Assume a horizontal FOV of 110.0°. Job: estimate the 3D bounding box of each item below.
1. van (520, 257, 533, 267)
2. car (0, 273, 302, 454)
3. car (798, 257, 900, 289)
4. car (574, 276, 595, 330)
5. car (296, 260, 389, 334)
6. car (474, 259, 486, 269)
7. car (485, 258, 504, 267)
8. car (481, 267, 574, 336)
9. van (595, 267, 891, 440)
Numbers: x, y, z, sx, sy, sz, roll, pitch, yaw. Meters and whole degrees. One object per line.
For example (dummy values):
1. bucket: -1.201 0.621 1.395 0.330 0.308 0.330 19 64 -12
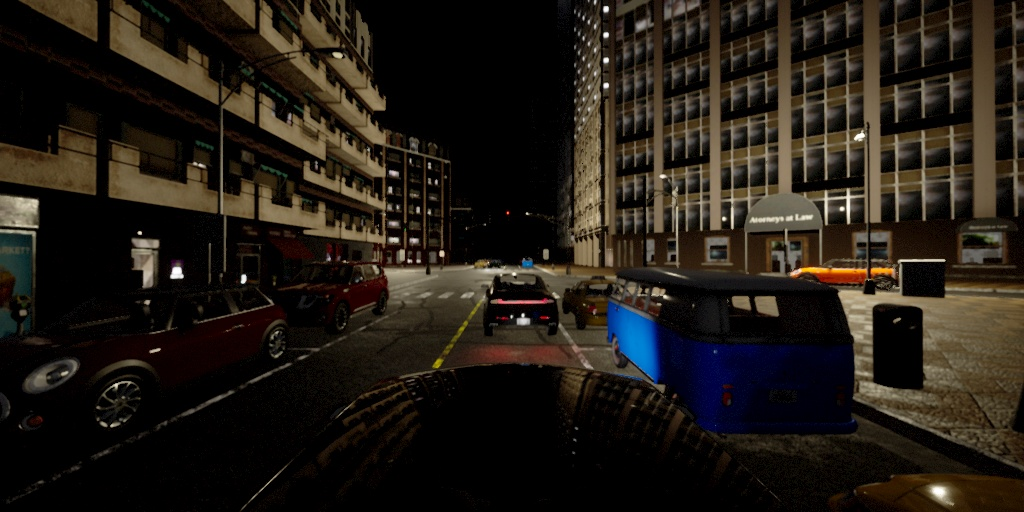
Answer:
1. van: 2.579 1.157 59.775 1.690 1.789 3.998 0 0 0
2. car: -5.314 1.190 5.242 1.967 1.591 4.097 0 0 0
3. car: 18.557 0.940 20.286 4.553 1.767 2.097 -1 -1 41
4. car: 2.568 1.277 10.952 1.751 1.417 4.829 0 0 0
5. car: -5.312 1.066 10.778 2.192 1.841 5.009 0 0 0
6. car: -5.301 1.341 59.607 1.751 1.417 4.829 0 0 0
7. car: -2.804 1.415 58.866 1.895 1.301 4.718 0 0 2
8. car: 0.135 1.243 10.387 2.128 1.511 4.902 0 0 -3
9. van: 2.567 1.091 5.246 1.690 1.789 3.998 0 0 0
